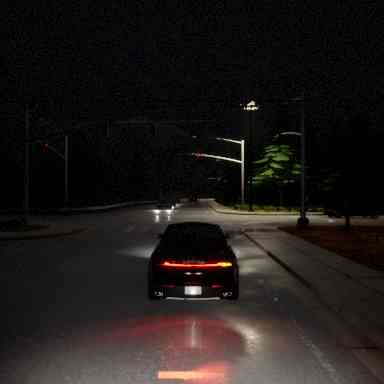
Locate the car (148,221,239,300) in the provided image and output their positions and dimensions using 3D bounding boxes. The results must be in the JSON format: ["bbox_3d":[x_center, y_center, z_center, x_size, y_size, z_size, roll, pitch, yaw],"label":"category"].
[{"bbox_3d":[0.041,1.501,8.354,1.837,1.490,4.892,0,0,0],"label":"car"}]

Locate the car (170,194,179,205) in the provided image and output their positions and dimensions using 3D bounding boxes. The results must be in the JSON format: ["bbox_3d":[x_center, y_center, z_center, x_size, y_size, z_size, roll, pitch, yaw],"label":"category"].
[{"bbox_3d":[-3.626,1.547,54.744,2.033,1.411,5.357,0,0,0],"label":"car"}]

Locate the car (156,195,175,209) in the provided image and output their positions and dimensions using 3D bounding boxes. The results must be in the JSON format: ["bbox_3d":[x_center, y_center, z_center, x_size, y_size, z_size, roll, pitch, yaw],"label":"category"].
[{"bbox_3d":[-3.634,1.505,44.297,1.837,1.490,4.892,0,0,0],"label":"car"}]

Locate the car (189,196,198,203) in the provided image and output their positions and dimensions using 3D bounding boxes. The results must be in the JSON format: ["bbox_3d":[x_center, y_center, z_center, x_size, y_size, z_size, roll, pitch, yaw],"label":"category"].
[{"bbox_3d":[0.233,1.545,71.030,2.033,1.411,5.357,0,0,2],"label":"car"}]

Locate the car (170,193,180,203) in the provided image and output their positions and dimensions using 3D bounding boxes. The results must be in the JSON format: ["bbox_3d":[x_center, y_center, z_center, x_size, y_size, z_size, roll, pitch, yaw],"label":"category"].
[{"bbox_3d":[-3.488,1.221,65.375,2.150,2.045,5.566,0,0,1],"label":"car"}]

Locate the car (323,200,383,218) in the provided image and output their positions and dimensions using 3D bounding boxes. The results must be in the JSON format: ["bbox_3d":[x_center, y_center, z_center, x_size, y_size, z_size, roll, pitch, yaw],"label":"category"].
[{"bbox_3d":[14.265,1.504,29.508,5.008,1.535,1.882,0,0,1],"label":"car"}]
